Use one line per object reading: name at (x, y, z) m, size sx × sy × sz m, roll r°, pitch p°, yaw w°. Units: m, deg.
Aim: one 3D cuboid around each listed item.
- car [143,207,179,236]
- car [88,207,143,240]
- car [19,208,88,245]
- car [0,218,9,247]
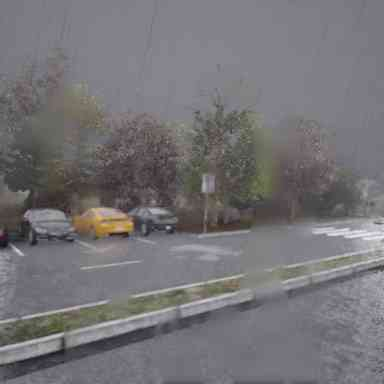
car at (-2.639, 1.597, 19.394) m, size 2.231 × 1.521 × 4.892 m, roll 0°, pitch 0°, yaw -36°
car at (-4.874, 1.579, 17.784) m, size 2.097 × 1.535 × 5.008 m, roll 1°, pitch 0°, yaw -36°
car at (-7.115, 1.560, 16.183) m, size 2.231 × 1.521 × 4.892 m, roll 1°, pitch 0°, yaw -36°
car at (-9.359, 1.569, 14.593) m, size 2.163 × 1.488 × 4.792 m, roll 1°, pitch 0°, yaw -36°
